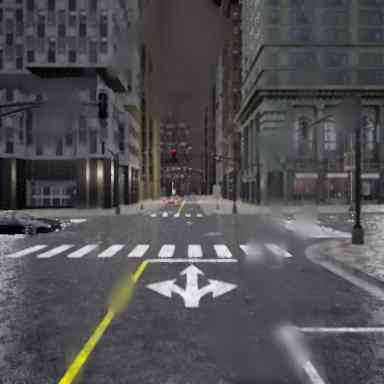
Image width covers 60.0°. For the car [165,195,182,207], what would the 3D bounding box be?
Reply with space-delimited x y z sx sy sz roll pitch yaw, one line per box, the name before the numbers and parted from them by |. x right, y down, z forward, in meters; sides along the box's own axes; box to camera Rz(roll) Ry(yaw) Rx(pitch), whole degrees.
car | -3.210 1.428 53.686 2.097 1.767 4.553 0 0 0

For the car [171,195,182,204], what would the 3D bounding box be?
car | -3.258 1.433 69.063 2.097 1.767 4.553 0 0 0

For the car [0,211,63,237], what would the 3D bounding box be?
car | -10.020 1.738 18.159 5.357 1.411 2.033 -1 0 0
